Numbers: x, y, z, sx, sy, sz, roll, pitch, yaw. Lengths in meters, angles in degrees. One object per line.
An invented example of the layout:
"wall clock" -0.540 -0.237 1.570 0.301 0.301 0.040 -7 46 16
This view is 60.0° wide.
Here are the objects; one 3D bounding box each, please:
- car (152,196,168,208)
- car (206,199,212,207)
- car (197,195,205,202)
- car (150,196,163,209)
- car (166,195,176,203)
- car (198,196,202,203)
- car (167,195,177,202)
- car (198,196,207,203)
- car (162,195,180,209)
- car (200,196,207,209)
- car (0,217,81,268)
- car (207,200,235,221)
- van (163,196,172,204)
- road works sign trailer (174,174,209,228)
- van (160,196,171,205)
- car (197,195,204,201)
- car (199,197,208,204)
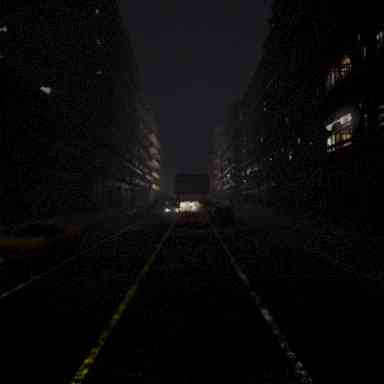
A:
"car" -5.295 1.562 55.937 2.192 1.841 5.009 2 0 0
"car" 2.582 1.655 33.922 1.752 1.417 4.829 1 0 0
"car" 2.545 1.824 94.590 2.192 1.841 5.009 1 0 0
"car" -5.300 1.741 50.234 1.752 1.417 4.829 2 0 0
"car" -5.299 1.743 83.588 2.192 1.841 5.009 1 0 0
"car" 2.578 1.797 55.873 2.008 1.369 4.403 1 0 0
"car" -5.300 1.783 89.117 2.192 1.841 5.009 1 0 0
"car" 2.585 1.867 83.527 1.967 1.590 4.097 1 0 0
"car" -2.835 1.565 49.972 2.097 1.767 4.553 0 0 0
"car" 2.579 1.760 50.342 1.887 1.381 4.507 1 0 0
"car" -5.295 1.563 11.527 1.752 1.417 4.829 2 0 0
"car" 2.582 1.648 28.220 1.887 1.381 4.507 1 0 0
"van" -5.299 1.691 72.527 1.690 1.788 3.998 1 0 0
"road works sign trailer" -0.005 0.544 22.891 2.380 3.560 2.880 0 0 0
"van" -5.297 1.654 66.995 1.690 1.788 3.998 2 0 0
"car" 2.577 1.894 72.465 1.887 1.381 4.507 1 0 0
"car" 2.576 1.932 77.995 1.887 1.381 4.507 1 0 0
